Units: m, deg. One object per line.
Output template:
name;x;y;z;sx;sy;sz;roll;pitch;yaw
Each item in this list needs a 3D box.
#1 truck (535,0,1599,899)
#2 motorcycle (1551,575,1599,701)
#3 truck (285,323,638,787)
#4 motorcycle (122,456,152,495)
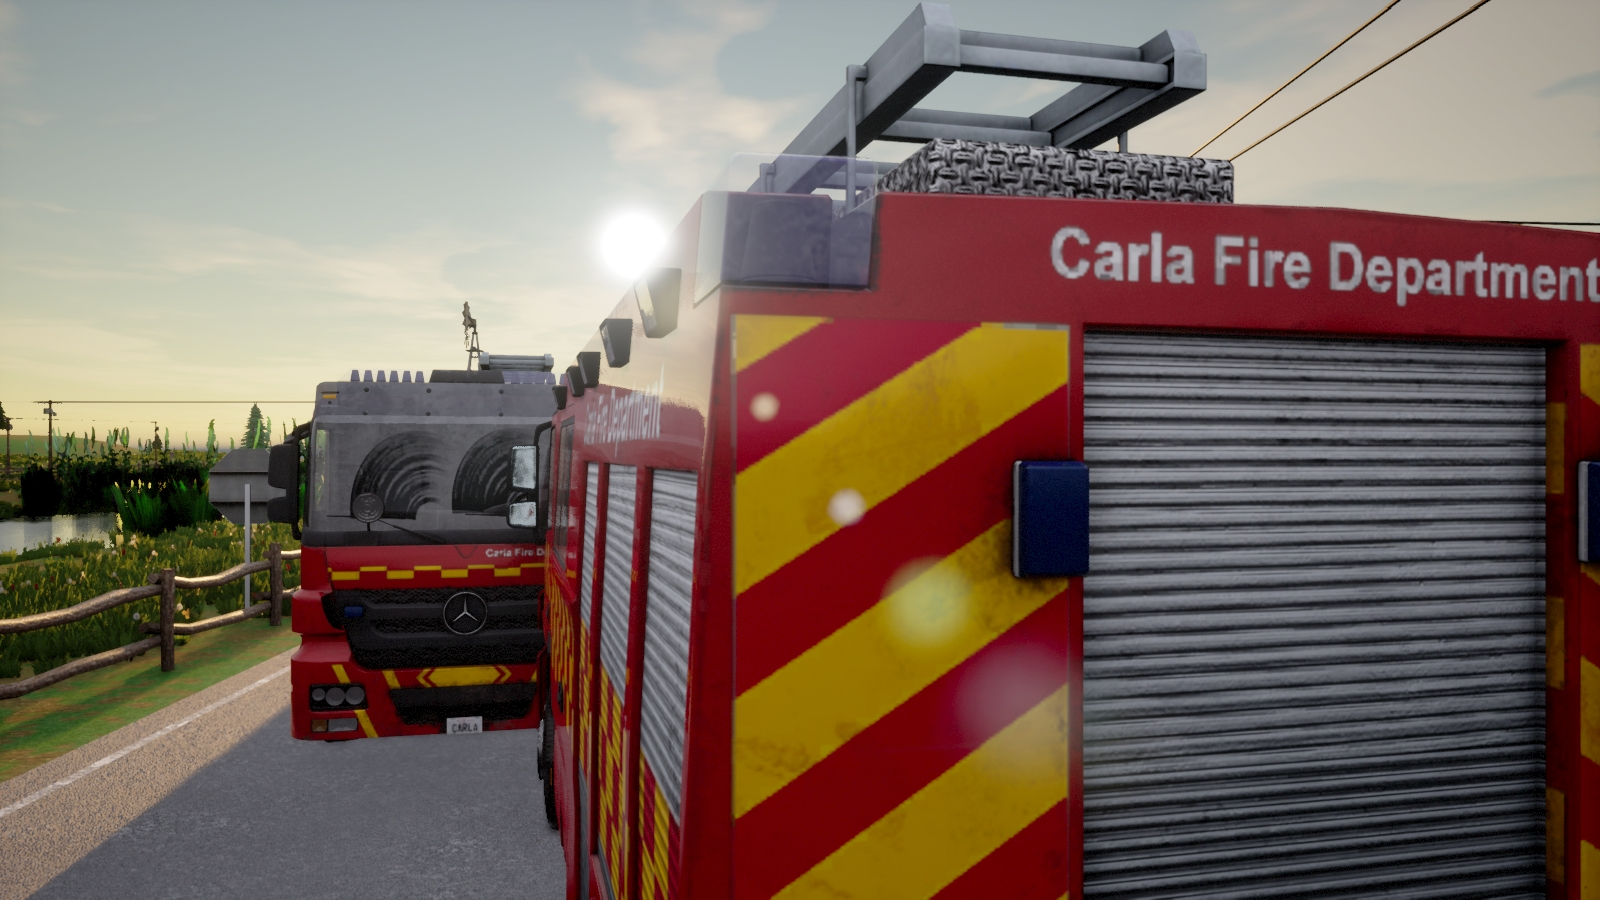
truck;0.008;0.867;6.873;2.891;3.827;8.468;0;0;-15
motorcycle;9.790;2.142;13.133;1.805;1.316;0.856;0;0;-7
truck;-3.908;0.862;13.886;2.891;3.827;8.468;0;0;-15
motorcycle;-41.318;1.577;71.197;0.803;2.348;2.033;0;0;-4
